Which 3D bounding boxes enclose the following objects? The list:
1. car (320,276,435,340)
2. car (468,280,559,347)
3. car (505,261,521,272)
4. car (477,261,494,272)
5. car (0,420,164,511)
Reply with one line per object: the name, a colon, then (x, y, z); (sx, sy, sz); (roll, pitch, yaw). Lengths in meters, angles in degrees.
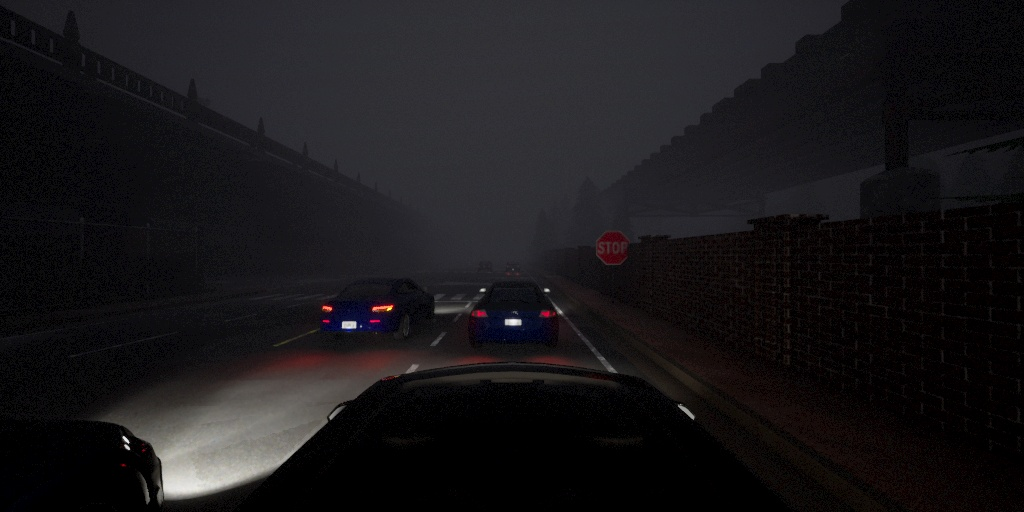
car: (-3.413, 1.276, 9.805); (1.812, 1.442, 4.674); (0, 0, 0)
car: (0.069, 1.314, 9.283); (1.994, 1.385, 4.181); (0, 0, 1)
car: (0.097, 1.351, 46.101); (1.895, 1.301, 4.718); (0, 0, -1)
car: (-3.398, 1.297, 45.932); (2.033, 1.411, 5.357); (0, 0, -1)
car: (-3.398, 1.314, 0.709); (1.994, 1.385, 4.181); (0, 0, 0)
